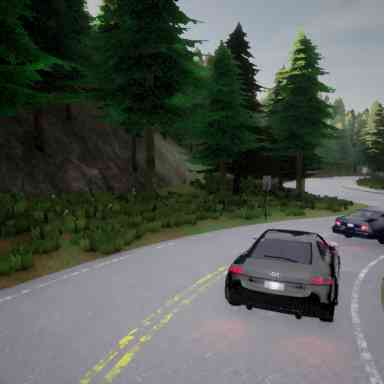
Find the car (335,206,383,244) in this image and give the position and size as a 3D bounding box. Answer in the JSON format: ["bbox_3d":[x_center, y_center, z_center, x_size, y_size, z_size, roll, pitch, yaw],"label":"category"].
[{"bbox_3d":[8.598,1.372,14.966,5.357,1.411,2.033,-1,5,-33],"label":"car"}]

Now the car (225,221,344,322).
[{"bbox_3d":[2.213,1.532,7.444,1.994,1.385,4.181,2,2,24],"label":"car"}]
